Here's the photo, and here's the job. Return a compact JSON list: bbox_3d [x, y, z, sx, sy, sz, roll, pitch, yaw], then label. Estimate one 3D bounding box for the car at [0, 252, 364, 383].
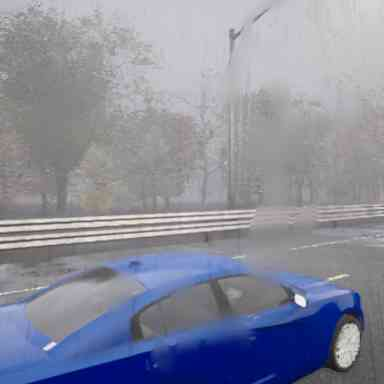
[{"bbox_3d":[0.086,1.478,3.932,5.008,1.535,1.882,0,0,-36],"label":"car"}]
